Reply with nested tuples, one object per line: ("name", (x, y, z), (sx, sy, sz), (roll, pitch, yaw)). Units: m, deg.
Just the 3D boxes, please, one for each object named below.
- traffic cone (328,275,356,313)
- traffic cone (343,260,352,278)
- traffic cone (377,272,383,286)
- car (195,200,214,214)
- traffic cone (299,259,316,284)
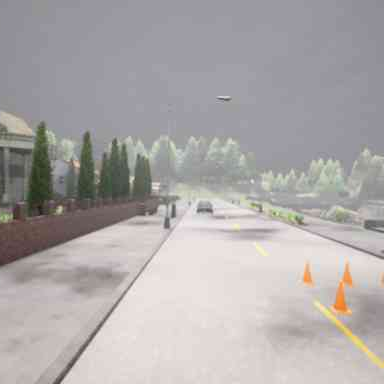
("traffic cone", (2.891, 2.013, 6.482), (0.340, 0.580, 0.340), (1, 0, 2))
("traffic cone", (3.943, 2.033, 8.455), (0.340, 0.580, 0.340), (1, 0, 2))
("traffic cone", (4.943, 2.051, 8.428), (0.340, 0.580, 0.340), (1, 0, 2))
("car", (1.385, 1.599, 36.213), (2.033, 1.411, 5.357), (1, 0, 2))
("traffic cone", (2.944, 2.015, 8.481), (0.340, 0.580, 0.340), (1, 0, 2))
